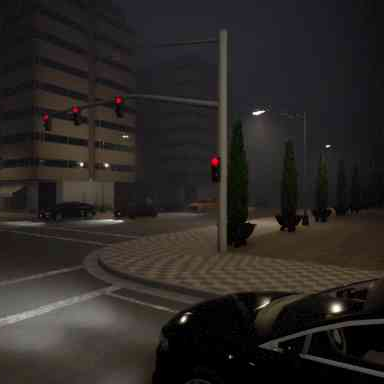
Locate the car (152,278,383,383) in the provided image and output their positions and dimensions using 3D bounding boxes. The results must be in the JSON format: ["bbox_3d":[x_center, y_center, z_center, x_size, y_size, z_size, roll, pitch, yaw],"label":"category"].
[{"bbox_3d":[1.834,1.492,2.665,4.902,1.511,2.128,0,0,36],"label":"car"}]

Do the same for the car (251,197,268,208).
[{"bbox_3d":[9.675,1.548,49.562,2.128,1.511,4.902,0,0,36],"label":"car"}]

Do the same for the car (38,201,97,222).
[{"bbox_3d":[-10.226,1.560,27.528,1.837,1.490,4.892,0,0,35],"label":"car"}]

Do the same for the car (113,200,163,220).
[{"bbox_3d":[-4.851,1.619,29.072,1.994,1.385,4.181,0,0,35],"label":"car"}]

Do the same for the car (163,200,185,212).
[{"bbox_3d":[-2.989,1.603,37.773,2.033,1.411,5.357,0,0,35],"label":"car"}]

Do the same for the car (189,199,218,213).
[{"bbox_3d":[1.600,1.533,38.197,1.882,1.535,5.008,0,0,35],"label":"car"}]

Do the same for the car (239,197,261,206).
[{"bbox_3d":[9.830,1.620,55.768,1.994,1.385,4.181,0,0,36],"label":"car"}]
